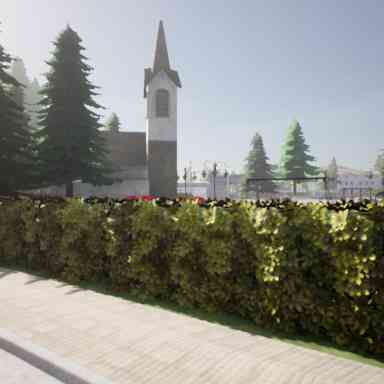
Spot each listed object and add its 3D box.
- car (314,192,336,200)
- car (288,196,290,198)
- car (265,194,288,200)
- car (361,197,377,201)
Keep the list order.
[{"bbox_3d":[34.063,1.338,85.316,3.633,1.501,1.845,0,0,35],"label":"car"},{"bbox_3d":[21.003,1.358,79.964,5.027,1.636,2.152,0,0,35],"label":"car"},{"bbox_3d":[19.256,1.367,77.358,4.514,1.523,2.007,0,0,35],"label":"car"},{"bbox_3d":[36.250,1.391,69.196,3.806,1.475,1.970,0,0,35],"label":"car"}]
